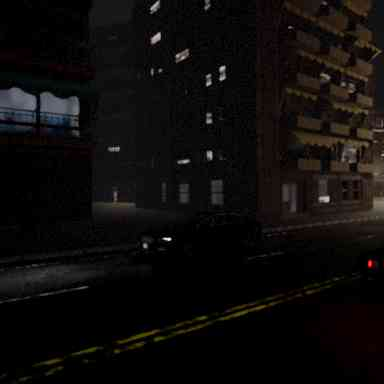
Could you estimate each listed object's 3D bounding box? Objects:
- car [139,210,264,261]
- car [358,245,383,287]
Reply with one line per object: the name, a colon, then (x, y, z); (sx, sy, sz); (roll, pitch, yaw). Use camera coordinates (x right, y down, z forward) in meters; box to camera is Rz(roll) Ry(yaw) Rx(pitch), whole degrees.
car: (0.482, 1.438, 12.102); (4.902, 1.511, 2.128); (-1, 0, -36)
car: (5.974, 1.528, 7.818); (4.718, 1.301, 1.895); (-1, 0, -36)
